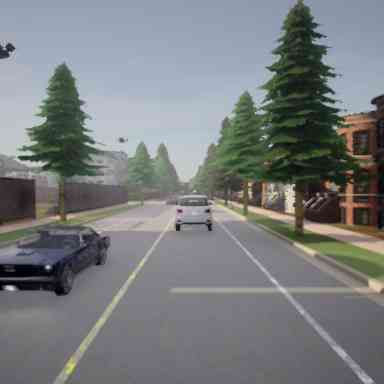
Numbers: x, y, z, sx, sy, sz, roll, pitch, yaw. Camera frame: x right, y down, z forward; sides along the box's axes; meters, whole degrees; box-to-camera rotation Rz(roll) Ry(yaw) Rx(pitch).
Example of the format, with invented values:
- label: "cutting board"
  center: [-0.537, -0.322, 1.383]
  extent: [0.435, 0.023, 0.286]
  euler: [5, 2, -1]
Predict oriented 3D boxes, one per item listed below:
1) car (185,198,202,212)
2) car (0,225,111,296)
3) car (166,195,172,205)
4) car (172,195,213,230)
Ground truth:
- label: "car"
  center: [0.168, 1.536, 39.689]
  extent: [1.812, 1.442, 4.674]
  euler: [0, 0, 0]
- label: "car"
  center: [-3.616, 1.613, 8.844]
  extent: [1.895, 1.301, 4.718]
  euler: [0, 0, 0]
- label: "car"
  center: [-3.391, 1.375, 58.061]
  extent: [2.097, 1.767, 4.553]
  euler: [0, 0, 0]
- label: "car"
  center: [0.117, 1.227, 21.079]
  extent: [2.150, 2.045, 5.566]
  euler: [0, 0, 0]
